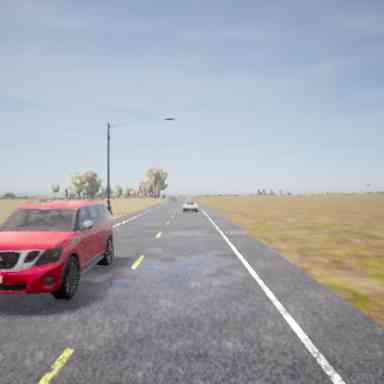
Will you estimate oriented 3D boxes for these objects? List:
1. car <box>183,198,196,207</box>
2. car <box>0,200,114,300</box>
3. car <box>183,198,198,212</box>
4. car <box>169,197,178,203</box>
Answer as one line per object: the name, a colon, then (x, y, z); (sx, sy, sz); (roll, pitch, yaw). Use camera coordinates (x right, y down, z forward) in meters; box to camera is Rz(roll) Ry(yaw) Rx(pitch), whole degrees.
car: (-0.504, 1.818, 57.835); (2.128, 1.511, 4.902); (0, -1, -1)
car: (-3.617, 1.266, 8.843); (2.150, 2.045, 5.566); (0, 0, 0)
car: (-0.232, 1.835, 42.987); (1.895, 1.301, 4.718); (0, 0, -1)
car: (-4.826, 2.028, 86.570); (1.837, 1.490, 4.892); (0, 0, -2)
